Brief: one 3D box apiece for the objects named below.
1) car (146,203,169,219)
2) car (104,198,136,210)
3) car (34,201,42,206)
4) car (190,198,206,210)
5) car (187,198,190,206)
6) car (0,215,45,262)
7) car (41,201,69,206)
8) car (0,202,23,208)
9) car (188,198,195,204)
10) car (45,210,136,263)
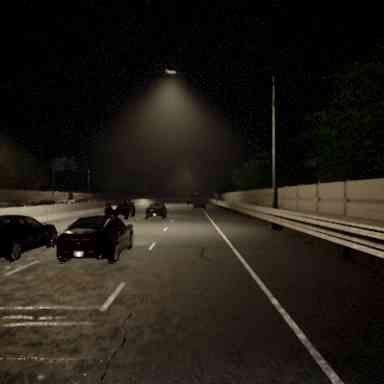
[{"bbox_3d":[-3.411,1.845,32.823,1.837,1.490,4.892,0,-1,0],"label":"car"},{"bbox_3d":[-6.912,1.555,32.287,2.150,2.045,5.566,0,-1,0],"label":"car"},{"bbox_3d":[-21.094,2.022,48.010,1.837,1.490,4.892,0,-1,0],"label":"car"},{"bbox_3d":[1.206,1.955,54.954,2.097,1.767,4.553,0,-1,0],"label":"car"},{"bbox_3d":[-0.025,2.030,72.197,2.097,1.767,4.553,0,-1,0],"label":"car"},{"bbox_3d":[-6.905,1.605,12.736,1.882,1.535,5.008,0,-1,0],"label":"car"},{"bbox_3d":[-17.607,2.021,44.410,2.033,1.411,5.357,0,-1,0],"label":"car"},{"bbox_3d":[-24.602,2.020,44.382,2.033,1.411,5.357,0,-1,0],"label":"car"},{"bbox_3d":[-0.031,2.383,90.976,1.882,1.535,5.008,0,-1,0],"label":"car"},{"bbox_3d":[-3.405,1.629,12.420,1.837,1.490,4.892,0,-1,0],"label":"car"}]
